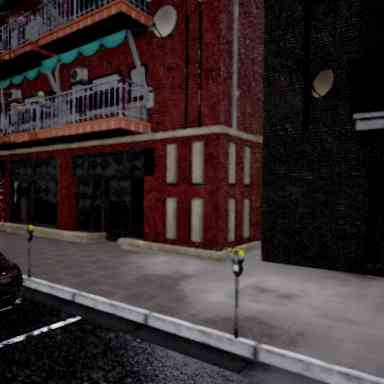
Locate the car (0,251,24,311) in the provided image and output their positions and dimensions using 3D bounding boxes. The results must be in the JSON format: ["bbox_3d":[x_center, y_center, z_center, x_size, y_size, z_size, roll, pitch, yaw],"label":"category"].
[{"bbox_3d":[-4.951,1.513,6.396,4.403,1.369,2.008,0,1,35],"label":"car"}]
